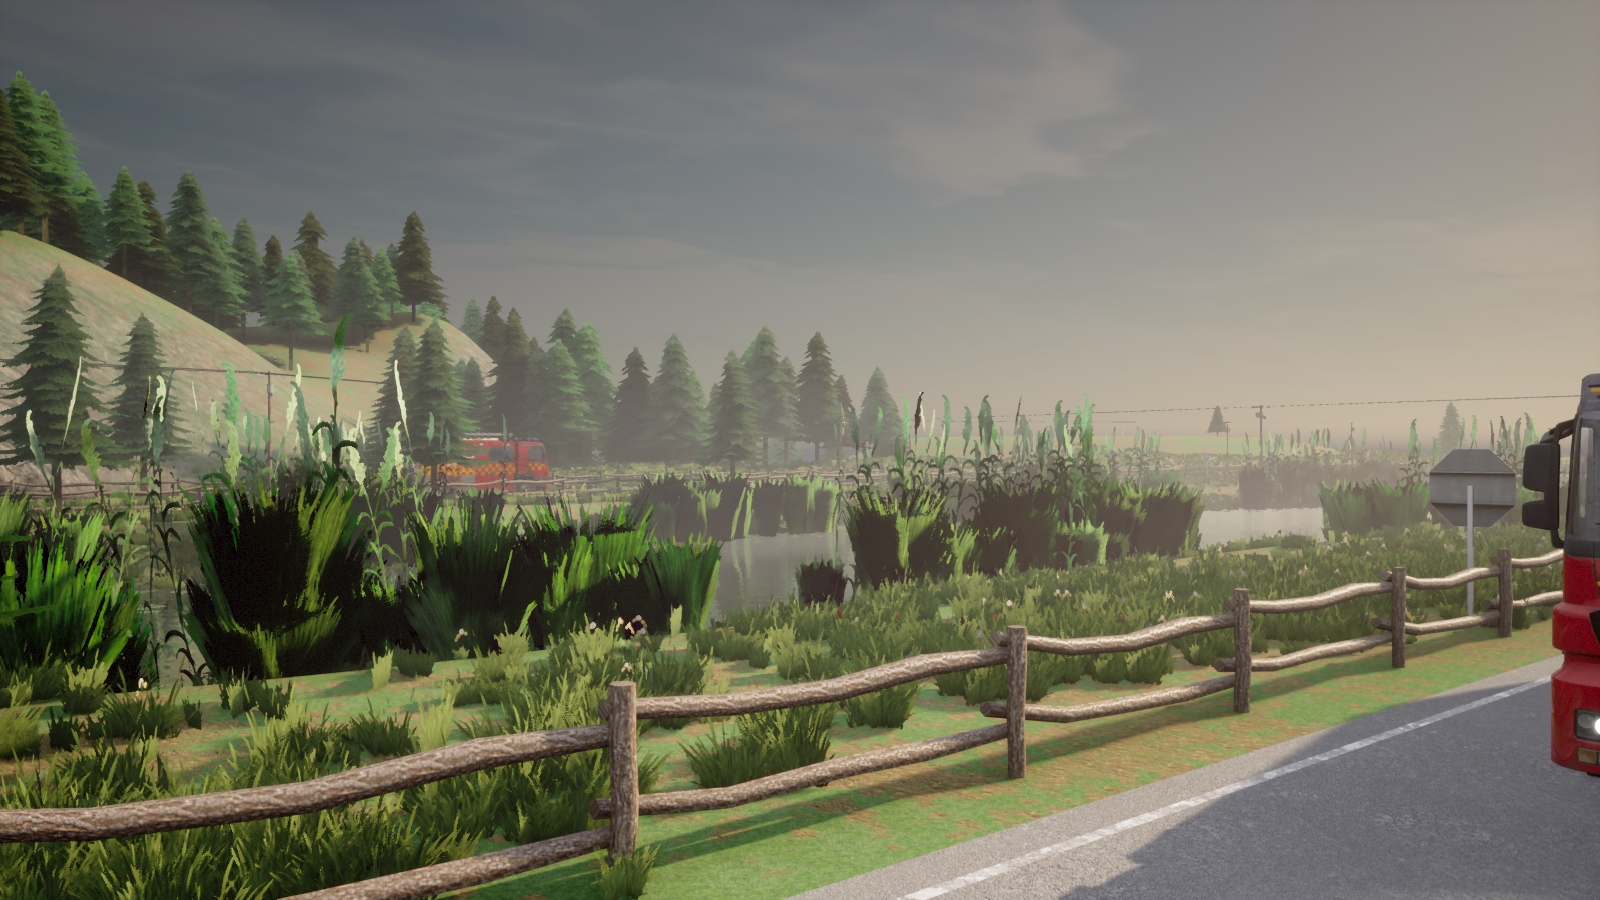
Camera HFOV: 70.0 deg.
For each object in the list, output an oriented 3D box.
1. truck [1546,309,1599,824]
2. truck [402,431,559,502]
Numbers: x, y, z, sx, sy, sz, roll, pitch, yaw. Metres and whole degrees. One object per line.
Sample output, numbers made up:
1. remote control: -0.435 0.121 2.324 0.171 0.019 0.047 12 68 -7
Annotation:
1. truck: 9.563 0.862 10.966 2.891 3.827 8.468 0 0 41
2. truck: -18.332 0.890 66.034 2.891 3.827 8.468 0 0 44
